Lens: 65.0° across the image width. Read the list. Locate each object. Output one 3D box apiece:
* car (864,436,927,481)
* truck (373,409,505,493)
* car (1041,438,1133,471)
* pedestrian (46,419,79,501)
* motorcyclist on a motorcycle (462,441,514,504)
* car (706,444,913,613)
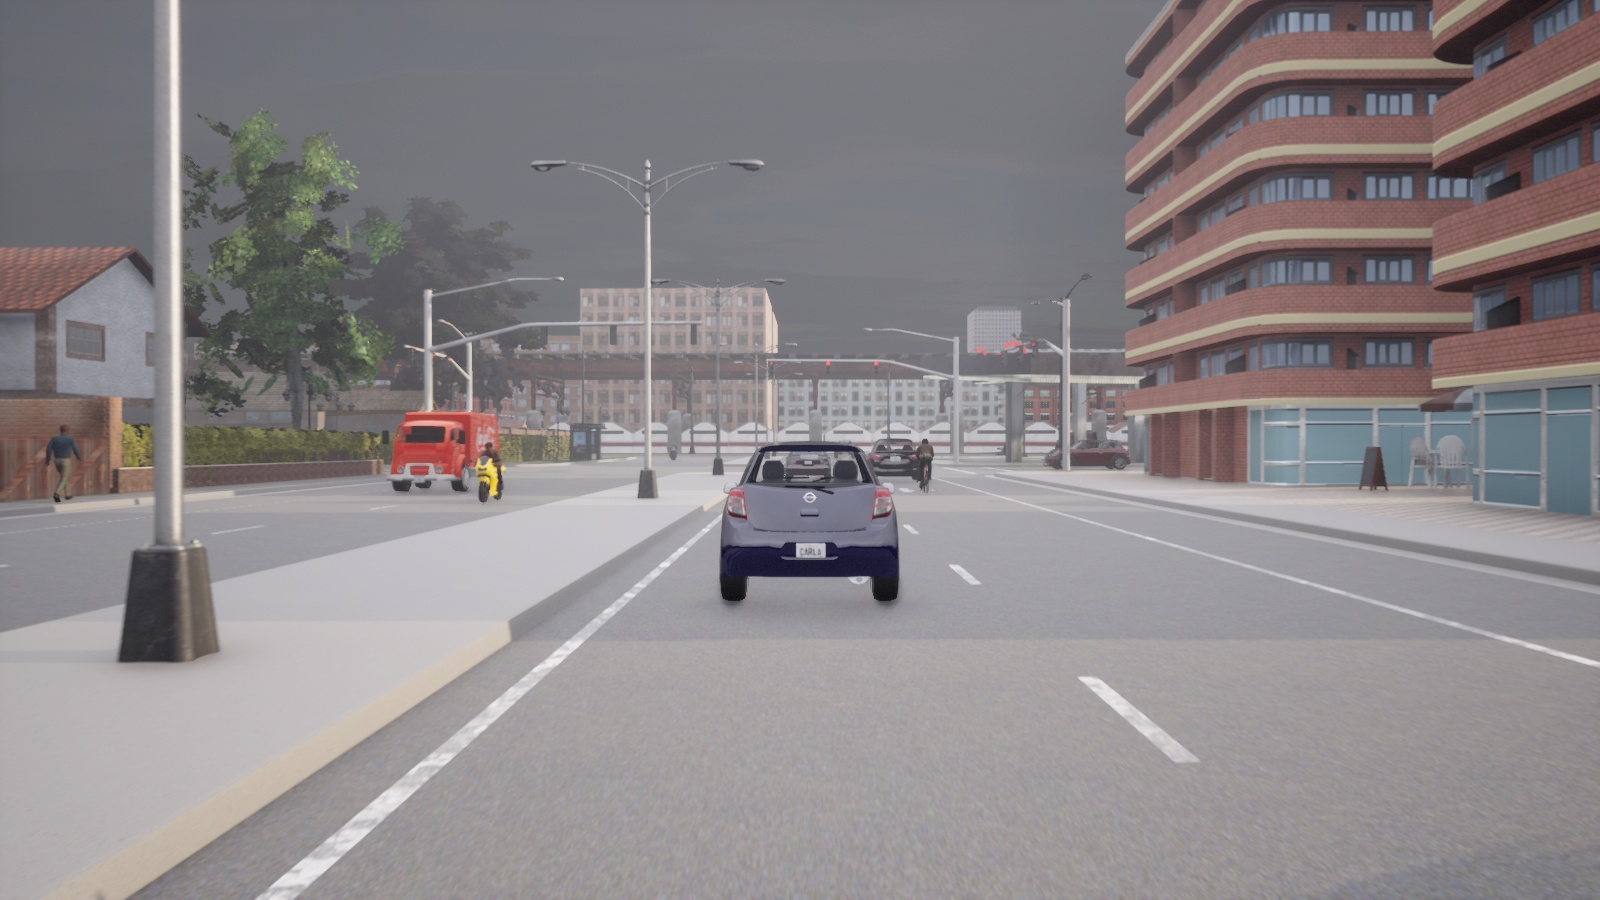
[{"bbox_3d":[3.653,0.315,48.934,2.242,1.667,4.611,0,0,2],"label":"car"},{"bbox_3d":[-11.245,0.025,39.602,2.627,2.467,5.204,0,0,0],"label":"truck"},{"bbox_3d":[15.780,0.224,69.244,4.553,1.767,2.097,0,0,-1],"label":"car"},{"bbox_3d":[-16.787,0.225,28.598,0.370,1.835,0.726,0,0,-6],"label":"pedestrian"},{"bbox_3d":[-7.794,0.543,31.453,0.797,1.523,2.044,0,0,0],"label":"motorcyclist on a motorcycle"},{"bbox_3d":[0.094,0.687,12.993,1.845,1.501,3.633,0,0,0],"label":"car"}]
